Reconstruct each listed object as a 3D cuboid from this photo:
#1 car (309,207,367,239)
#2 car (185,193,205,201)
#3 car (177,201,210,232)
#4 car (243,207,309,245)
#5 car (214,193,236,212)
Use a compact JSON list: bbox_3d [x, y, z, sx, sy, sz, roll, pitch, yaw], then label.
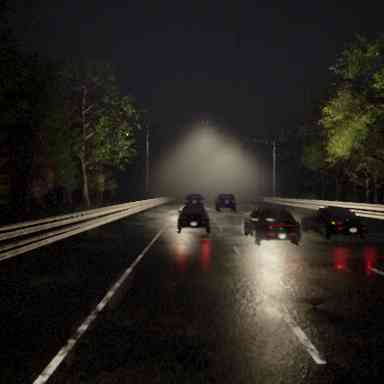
[{"bbox_3d":[7.075,1.498,16.891,1.812,1.442,4.674,0,0,0],"label":"car"},{"bbox_3d":[0.318,1.188,38.604,2.150,2.045,5.566,0,0,1],"label":"car"},{"bbox_3d":[0.107,1.511,19.976,1.812,1.442,4.674,0,0,0],"label":"car"},{"bbox_3d":[3.580,1.486,15.533,1.837,1.490,4.892,0,0,0],"label":"car"},{"bbox_3d":[3.819,1.180,38.607,2.150,2.045,5.566,0,0,1],"label":"car"}]
